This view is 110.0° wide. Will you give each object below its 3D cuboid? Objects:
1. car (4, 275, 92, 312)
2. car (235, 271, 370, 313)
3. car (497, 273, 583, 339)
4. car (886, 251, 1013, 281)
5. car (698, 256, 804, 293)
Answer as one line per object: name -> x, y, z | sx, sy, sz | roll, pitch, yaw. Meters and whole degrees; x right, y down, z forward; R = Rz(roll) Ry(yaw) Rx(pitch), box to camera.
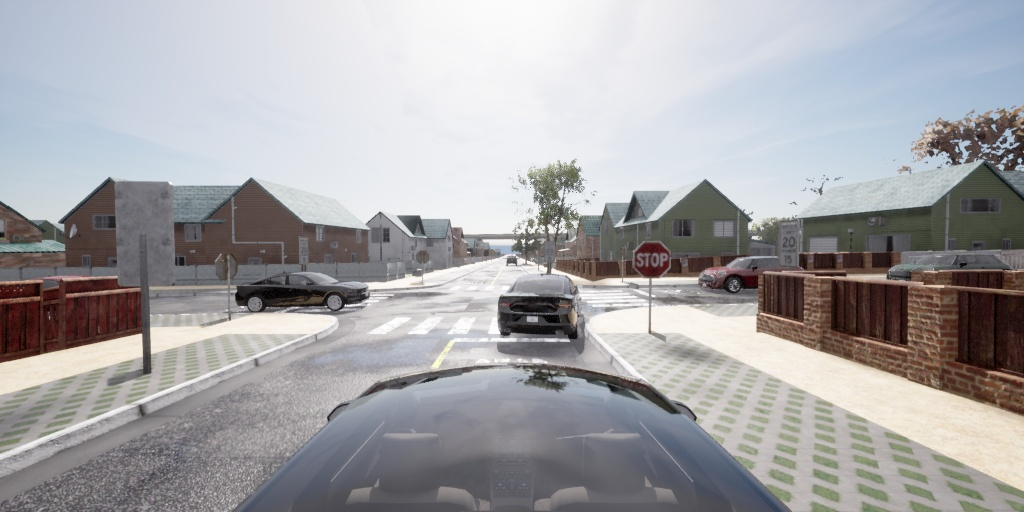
car -> -18.026, 1.546, 14.664 | 5.008, 1.535, 1.882 | -1, 2, 0
car -> -8.473, 1.376, 14.730 | 5.008, 1.535, 1.882 | -1, 2, 0
car -> 0.955, 1.224, 10.207 | 1.882, 1.535, 5.008 | 0, 0, 12
car -> 21.696, 0.646, 17.895 | 4.553, 1.767, 2.097 | -1, 2, 0
car -> 11.801, 0.820, 17.820 | 4.553, 1.767, 2.097 | -1, 2, 0
